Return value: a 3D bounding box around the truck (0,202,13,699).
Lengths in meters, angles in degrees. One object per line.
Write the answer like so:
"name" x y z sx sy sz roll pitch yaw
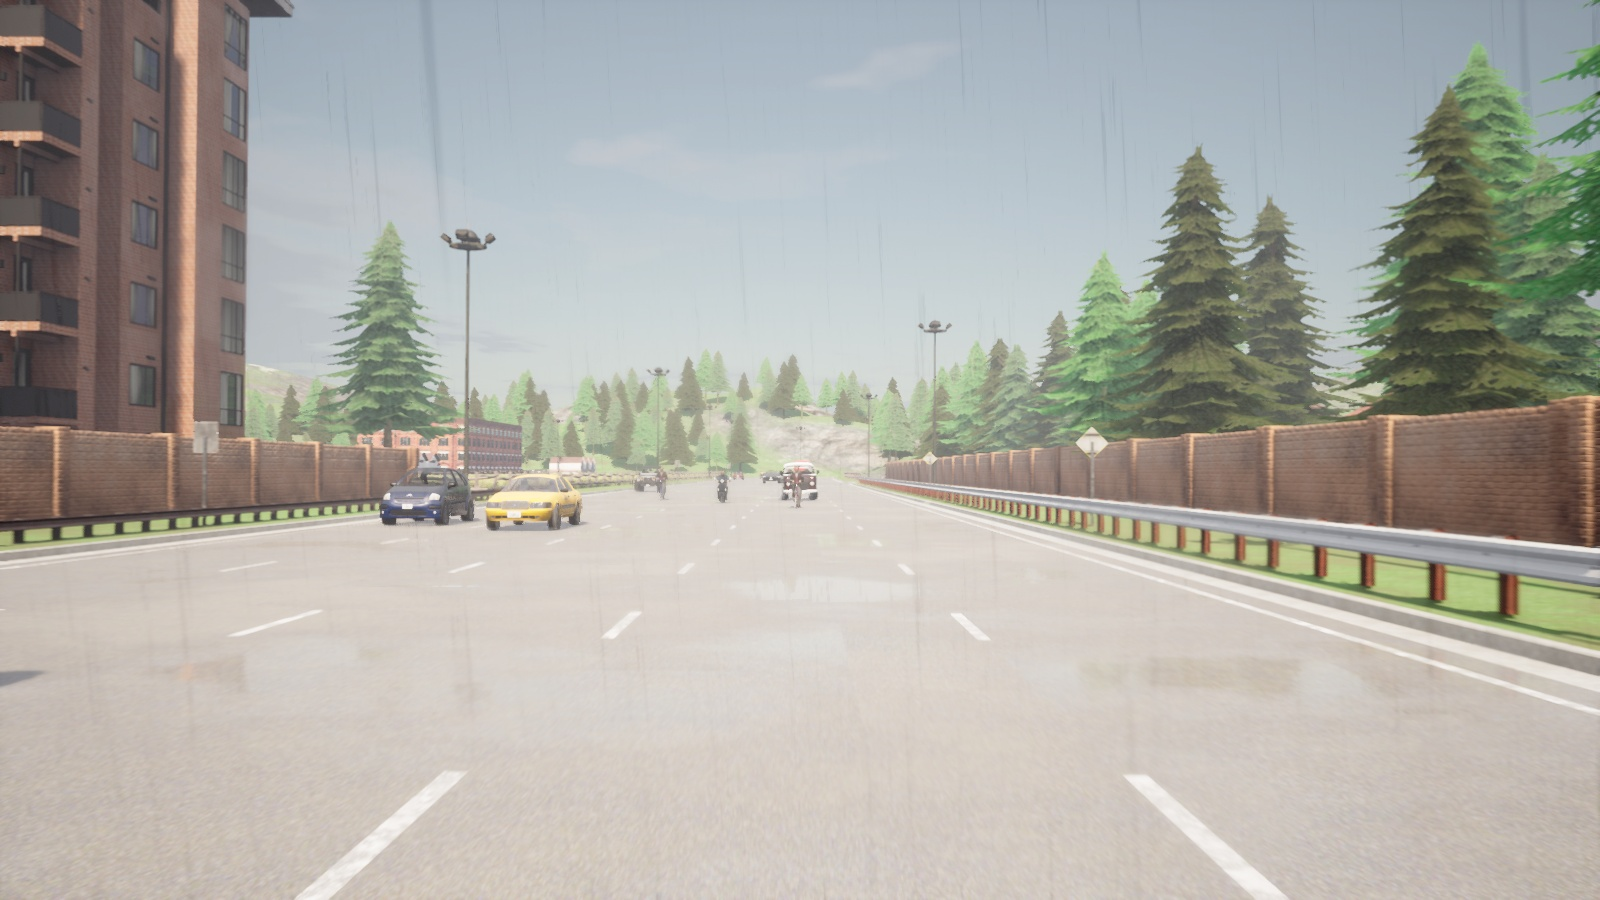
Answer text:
"truck" -7.016 -0.057 4.919 2.891 3.462 7.936 0 -1 0

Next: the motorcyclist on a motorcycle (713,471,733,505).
"motorcyclist on a motorcycle" -3.644 1.772 59.494 0.866 1.590 1.817 0 -1 0

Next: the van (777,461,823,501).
"van" -0.035 1.654 66.851 2.069 2.038 4.480 -2 -1 -4

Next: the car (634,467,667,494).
"car" -10.718 2.155 90.281 1.905 1.878 3.866 0 -1 0

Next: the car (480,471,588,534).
"car" -7.083 1.347 33.980 1.801 1.575 5.366 0 -1 0

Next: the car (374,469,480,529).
"car" -10.587 1.352 35.887 1.851 1.617 3.988 0 -1 0
